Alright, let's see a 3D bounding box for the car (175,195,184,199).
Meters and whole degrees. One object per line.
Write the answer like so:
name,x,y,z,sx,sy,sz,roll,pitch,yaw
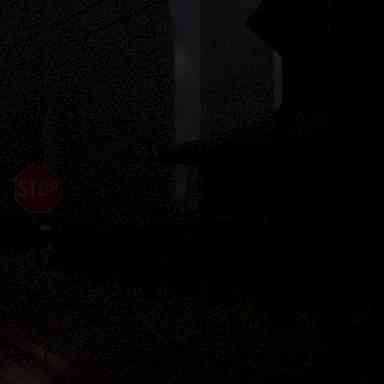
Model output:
car,-3.723,1.501,85.514,4.193,1.474,1.816,0,0,37
